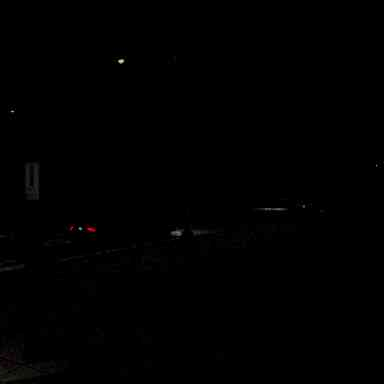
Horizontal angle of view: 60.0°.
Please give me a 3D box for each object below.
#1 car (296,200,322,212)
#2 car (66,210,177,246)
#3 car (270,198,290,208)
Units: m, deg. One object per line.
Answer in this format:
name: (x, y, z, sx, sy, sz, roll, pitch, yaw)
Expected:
car: (13.622, 1.569, 38.625, 1.994, 1.385, 4.181, -1, -1, 35)
car: (-2.982, 1.513, 15.237, 2.033, 1.411, 5.357, -1, -1, 35)
car: (13.088, 1.614, 49.102, 1.812, 1.442, 4.674, -1, -1, 35)
